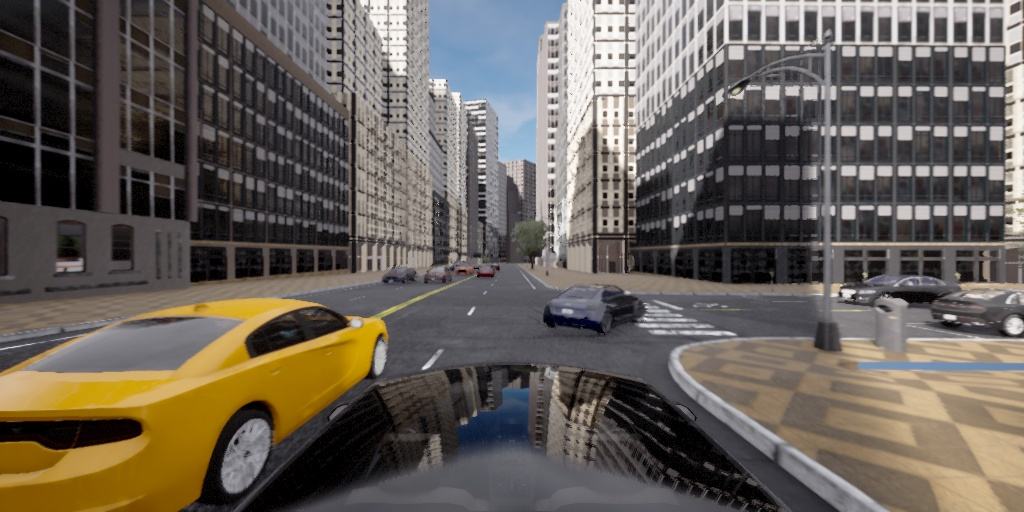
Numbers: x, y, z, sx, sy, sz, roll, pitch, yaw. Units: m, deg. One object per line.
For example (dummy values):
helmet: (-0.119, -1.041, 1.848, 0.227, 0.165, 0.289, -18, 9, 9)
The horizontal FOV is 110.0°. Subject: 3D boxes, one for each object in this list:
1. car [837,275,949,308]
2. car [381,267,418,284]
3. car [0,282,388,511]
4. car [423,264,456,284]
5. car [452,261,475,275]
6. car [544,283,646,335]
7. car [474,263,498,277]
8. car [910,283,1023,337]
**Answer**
car: (18.496, 1.652, 17.224, 4.902, 1.511, 2.128, 1, 0, -1)
car: (-9.847, 1.695, 31.937, 2.033, 1.411, 5.357, 0, -1, 0)
car: (-3.149, 1.269, 4.441, 1.882, 1.535, 5.008, 0, -1, 0)
car: (-6.596, 1.678, 32.288, 1.812, 1.442, 4.674, 0, -1, 0)
car: (-6.575, 1.733, 49.524, 2.097, 1.767, 4.553, 0, -1, 0)
car: (2.842, 1.577, 11.850, 1.994, 1.385, 4.181, 0, -1, 38)
car: (-3.151, 1.876, 44.390, 1.994, 1.385, 4.181, 0, -1, 0)
car: (15.914, 1.703, 11.277, 4.403, 1.370, 2.007, 0, 0, -1)
